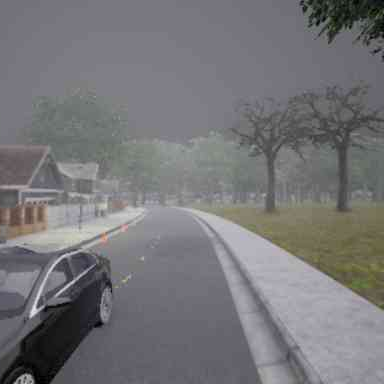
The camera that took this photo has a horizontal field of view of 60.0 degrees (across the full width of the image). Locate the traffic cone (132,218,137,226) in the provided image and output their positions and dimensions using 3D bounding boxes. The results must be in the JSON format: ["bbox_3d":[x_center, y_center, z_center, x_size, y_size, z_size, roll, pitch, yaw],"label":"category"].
[{"bbox_3d":[-4.497,2.350,26.075,0.340,0.580,0.340,0,-1,-2],"label":"traffic cone"}]

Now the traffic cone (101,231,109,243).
[{"bbox_3d":[-4.261,2.184,16.155,0.340,0.580,0.340,0,-1,0],"label":"traffic cone"}]

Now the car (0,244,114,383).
[{"bbox_3d":[-2.403,1.549,4.409,2.128,1.511,4.902,0,-1,1],"label":"car"}]

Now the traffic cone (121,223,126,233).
[{"bbox_3d":[-4.340,2.265,21.117,0.340,0.580,0.340,0,-1,-1],"label":"traffic cone"}]
